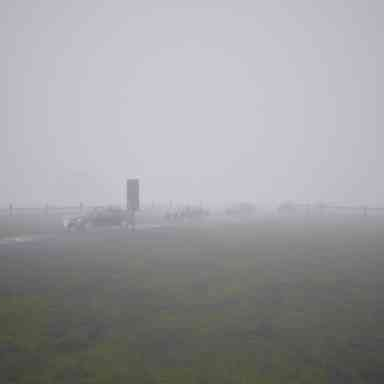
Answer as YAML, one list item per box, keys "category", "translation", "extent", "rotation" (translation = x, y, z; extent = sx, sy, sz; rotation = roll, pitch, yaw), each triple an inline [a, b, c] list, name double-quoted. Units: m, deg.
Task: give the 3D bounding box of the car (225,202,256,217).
- category: "car"
  translation: [5.549, 1.924, 37.687]
  extent: [1.882, 1.535, 5.008]
  rotation: [-1, -1, 35]

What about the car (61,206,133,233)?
- category: "car"
  translation: [-5.966, 1.691, 21.423]
  extent: [2.128, 1.511, 4.902]
  rotation: [-1, -1, 35]

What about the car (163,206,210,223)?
- category: "car"
  translation: [-0.410, 1.920, 29.278]
  extent: [1.895, 1.301, 4.718]
  rotation: [-1, -1, 35]

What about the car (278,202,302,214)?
- category: "car"
  translation: [12.535, 2.002, 42.468]
  extent: [1.837, 1.490, 4.892]
  rotation: [-1, -2, 35]

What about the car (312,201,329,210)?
- category: "car"
  translation: [21.575, 2.237, 55.261]
  extent: [2.033, 1.411, 5.357]
  rotation: [-1, -1, 36]
